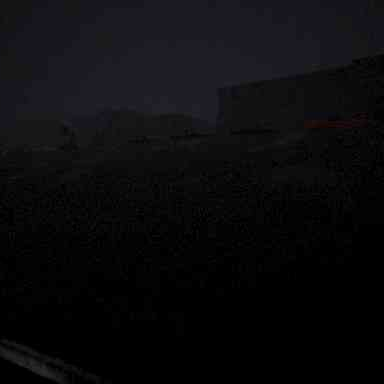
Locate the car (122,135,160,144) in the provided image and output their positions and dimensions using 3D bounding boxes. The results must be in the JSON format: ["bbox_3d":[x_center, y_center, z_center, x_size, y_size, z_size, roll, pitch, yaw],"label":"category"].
[{"bbox_3d":[-4.282,-4.493,30.454,4.892,1.521,2.231,2,1,36],"label":"car"}]

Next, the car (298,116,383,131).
[{"bbox_3d":[9.280,-3.993,20.871,5.008,1.535,2.097,2,1,34],"label":"car"}]

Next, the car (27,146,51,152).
[{"bbox_3d":[-17.496,-4.871,40.219,4.674,1.452,2.002,2,1,36],"label":"car"}]

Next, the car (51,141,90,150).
[{"bbox_3d":[-13.077,-4.898,36.952,4.553,1.767,2.185,2,1,36],"label":"car"}]

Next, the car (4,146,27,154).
[{"bbox_3d":[-22.057,-5.179,43.588,4.553,1.767,2.185,2,1,36],"label":"car"}]

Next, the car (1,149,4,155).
[{"bbox_3d":[-26.496,-5.314,46.868,4.553,1.767,2.185,2,1,36],"label":"car"}]

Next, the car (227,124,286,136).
[{"bbox_3d":[4.686,-4.129,23.978,4.674,1.452,2.002,2,1,35],"label":"car"}]

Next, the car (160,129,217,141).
[{"bbox_3d":[0.160,-4.340,27.182,4.892,1.521,2.231,2,1,36],"label":"car"}]
